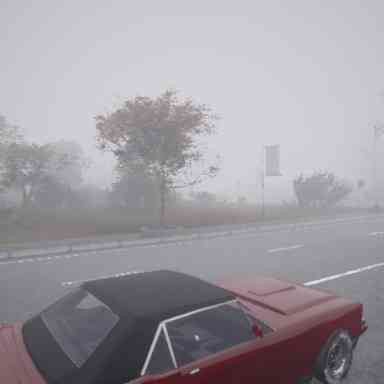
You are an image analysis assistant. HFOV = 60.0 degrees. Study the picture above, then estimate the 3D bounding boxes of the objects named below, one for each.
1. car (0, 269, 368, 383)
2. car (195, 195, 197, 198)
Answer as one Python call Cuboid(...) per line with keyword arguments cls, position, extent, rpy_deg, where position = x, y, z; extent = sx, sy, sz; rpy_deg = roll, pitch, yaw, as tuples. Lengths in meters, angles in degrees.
Cuboid(cls="car", position=(-0.081, 1.590, 3.660), extent=(4.718, 1.301, 1.895), rpy_deg=(0, 0, -36))
Cuboid(cls="car", position=(2.621, 0.946, 61.897), extent=(1.882, 1.535, 5.008), rpy_deg=(-1, 1, -38))
